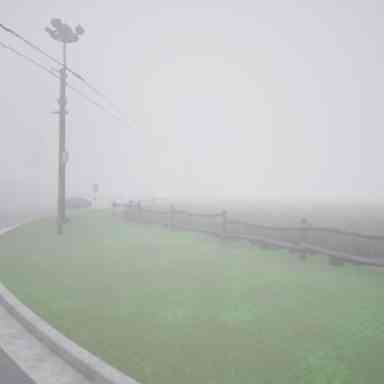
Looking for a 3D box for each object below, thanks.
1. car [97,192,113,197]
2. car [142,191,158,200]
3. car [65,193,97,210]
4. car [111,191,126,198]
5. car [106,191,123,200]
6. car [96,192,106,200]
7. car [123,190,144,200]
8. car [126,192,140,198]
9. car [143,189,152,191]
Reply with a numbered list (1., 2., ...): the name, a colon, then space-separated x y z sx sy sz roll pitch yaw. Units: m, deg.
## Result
1. car: -20.783 0.591 79.534 1.895 1.301 4.718 1 0 7
2. car: -8.187 1.011 67.818 1.895 1.301 4.718 1 0 7
3. car: -12.224 1.154 35.461 1.994 1.385 4.181 1 0 7
4. car: -17.315 0.522 79.054 1.882 1.535 5.008 1 0 7
5. car: -15.185 0.848 68.273 2.033 1.411 5.357 1 0 7
6. car: -18.655 0.728 68.722 1.882 1.535 5.008 1 0 7
7. car: -11.715 0.911 67.824 2.033 1.411 5.357 1 0 7
8. car: -13.845 0.644 78.605 1.994 1.385 4.181 1 0 7
9. car: -10.366 0.365 78.184 2.150 2.045 5.566 1 0 7
